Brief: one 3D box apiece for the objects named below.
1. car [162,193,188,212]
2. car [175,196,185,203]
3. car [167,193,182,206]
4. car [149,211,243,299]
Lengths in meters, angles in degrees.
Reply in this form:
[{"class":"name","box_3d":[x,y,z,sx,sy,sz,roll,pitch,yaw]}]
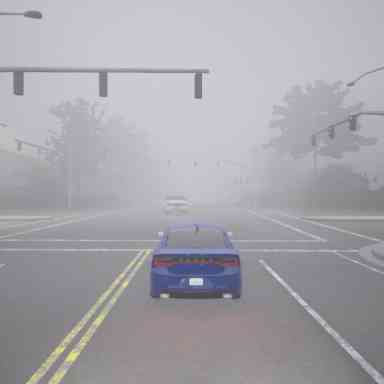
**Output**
[{"class":"car","box_3d":[-1.886,1.222,34.683,2.150,2.045,5.566,0,0,-9]},{"class":"car","box_3d":[-2.529,1.525,69.362,1.812,1.442,4.674,0,0,0]},{"class":"car","box_3d":[-2.749,1.222,54.263,2.150,2.045,5.566,0,0,1]},{"class":"car","box_3d":[0.086,1.478,8.515,1.882,1.535,5.008,0,0,0]}]
